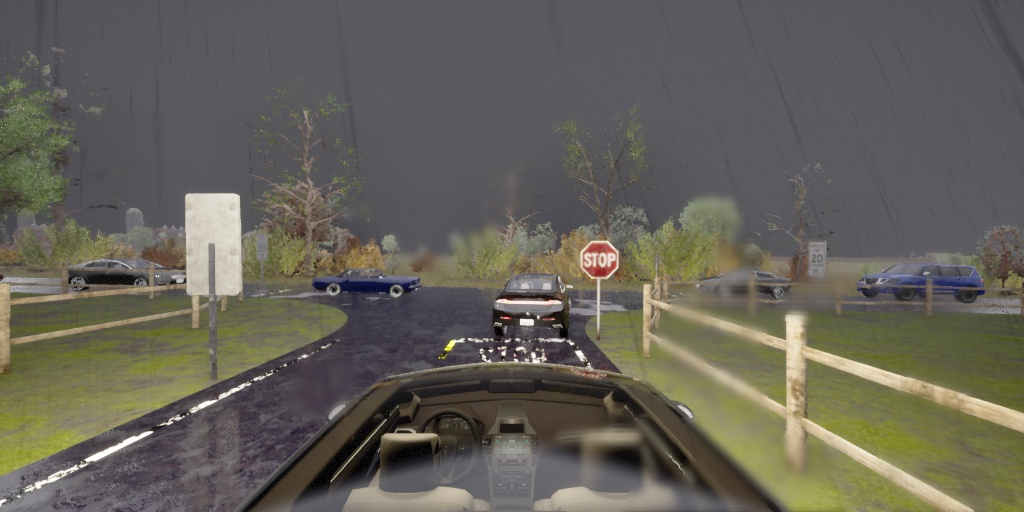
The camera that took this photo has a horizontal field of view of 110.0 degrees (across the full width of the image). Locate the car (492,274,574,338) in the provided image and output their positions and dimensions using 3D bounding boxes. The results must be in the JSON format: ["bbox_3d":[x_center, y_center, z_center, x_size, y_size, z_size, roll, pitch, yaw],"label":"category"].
[{"bbox_3d":[0.711,1.240,10.257,2.128,1.511,4.902,0,0,9],"label":"car"}]

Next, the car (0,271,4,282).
[{"bbox_3d":[-27.785,0.718,17.330,4.674,1.442,1.812,1,1,0],"label":"car"}]

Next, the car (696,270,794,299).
[{"bbox_3d":[13.014,1.526,20.209,4.902,1.511,2.128,1,1,0],"label":"car"}]

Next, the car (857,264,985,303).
[{"bbox_3d":[22.910,1.467,20.192,5.566,2.045,2.150,1,1,0],"label":"car"}]

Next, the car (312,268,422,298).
[{"bbox_3d":[-6.813,1.249,17.293,4.718,1.301,1.895,1,1,0],"label":"car"}]

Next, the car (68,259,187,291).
[{"bbox_3d":[-18.481,0.886,17.317,4.902,1.511,2.128,1,1,0],"label":"car"}]
